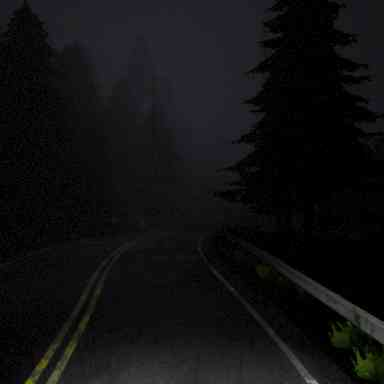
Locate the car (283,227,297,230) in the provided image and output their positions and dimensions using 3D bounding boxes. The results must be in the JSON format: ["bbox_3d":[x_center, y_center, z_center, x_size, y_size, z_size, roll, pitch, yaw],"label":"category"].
[{"bbox_3d":[12.582,5.251,43.222,2.033,1.411,5.357,-5,-11,43],"label":"car"}]

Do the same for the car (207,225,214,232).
[{"bbox_3d":[3.771,4.196,38.274,1.895,1.301,4.718,-4,-10,38],"label":"car"}]
